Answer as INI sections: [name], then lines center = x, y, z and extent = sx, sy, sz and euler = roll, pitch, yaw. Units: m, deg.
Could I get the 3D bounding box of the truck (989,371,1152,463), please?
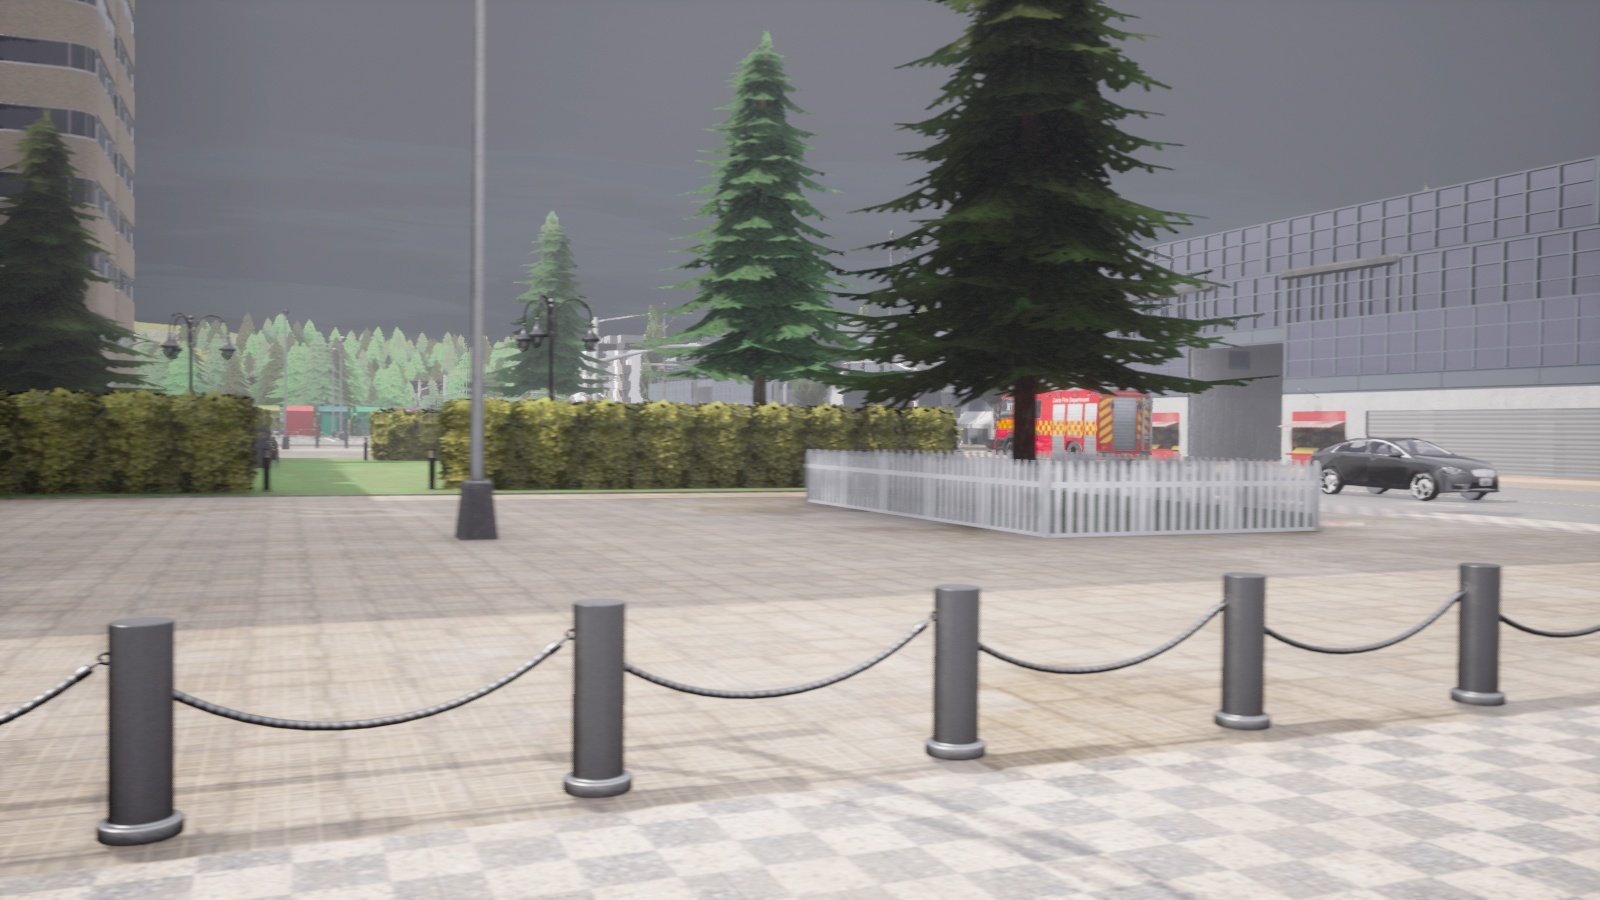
[truck]
center = 12.046, -1.443, 56.904
extent = 2.891, 3.827, 8.468
euler = -1, 1, -22

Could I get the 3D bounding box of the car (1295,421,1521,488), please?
[car]
center = 15.021, 0.072, 31.358
extent = 2.128, 1.511, 4.902
euler = -1, 1, -22
